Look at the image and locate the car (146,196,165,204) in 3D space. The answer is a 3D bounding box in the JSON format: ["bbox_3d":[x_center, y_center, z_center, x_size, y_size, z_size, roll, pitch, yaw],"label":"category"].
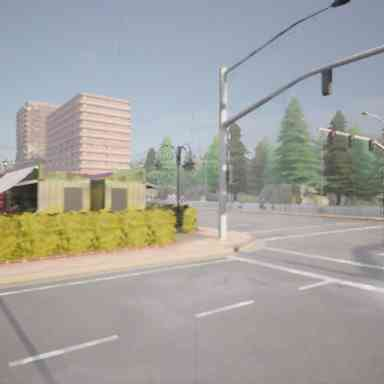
[{"bbox_3d":[-4.050,1.585,37.100,1.882,1.535,5.008,0,0,-37],"label":"car"}]

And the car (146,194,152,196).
[{"bbox_3d":[-8.394,1.369,54.760,2.150,2.045,5.566,0,0,-36],"label":"car"}]
